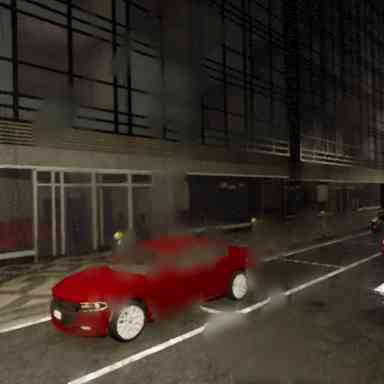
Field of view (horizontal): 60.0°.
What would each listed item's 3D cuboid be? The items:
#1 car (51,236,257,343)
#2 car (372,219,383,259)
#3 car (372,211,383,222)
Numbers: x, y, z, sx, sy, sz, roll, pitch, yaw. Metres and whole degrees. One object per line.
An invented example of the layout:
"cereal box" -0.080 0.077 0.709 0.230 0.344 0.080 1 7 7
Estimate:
"car" -0.490 1.655 6.772 4.507 1.381 1.887 -1 -1 -44
"car" 7.920 1.575 11.099 4.718 1.301 1.895 -1 -1 -44
"car" 11.549 1.429 18.497 4.097 1.590 1.967 -1 -1 -44
